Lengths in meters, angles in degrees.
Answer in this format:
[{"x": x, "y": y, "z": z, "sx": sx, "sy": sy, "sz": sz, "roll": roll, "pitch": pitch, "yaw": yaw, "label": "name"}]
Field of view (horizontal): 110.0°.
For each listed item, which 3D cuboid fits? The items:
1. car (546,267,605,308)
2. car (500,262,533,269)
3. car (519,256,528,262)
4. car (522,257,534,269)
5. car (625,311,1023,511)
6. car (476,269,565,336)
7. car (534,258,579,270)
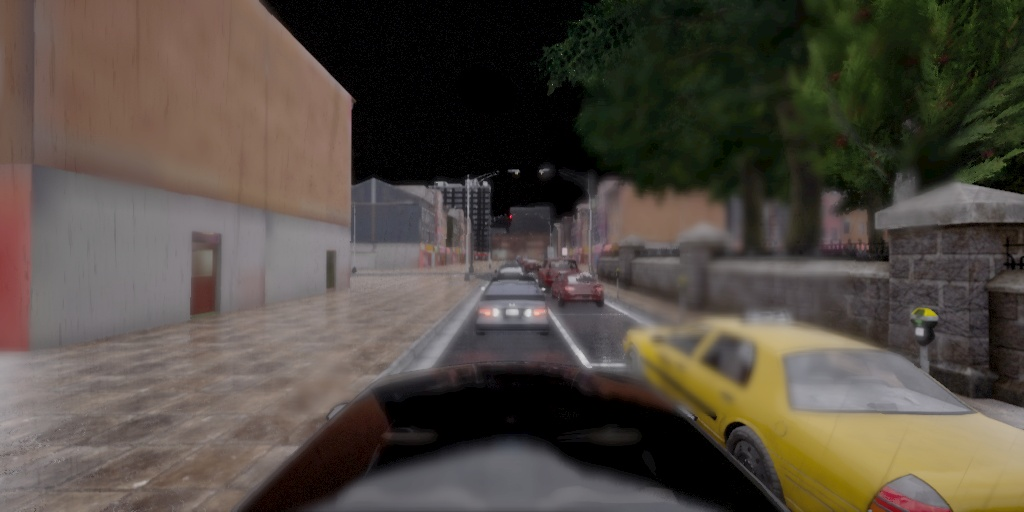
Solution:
[{"x": 2.633, "y": 1.301, "z": 14.735, "sx": 1.802, "sy": 1.307, "sz": 4.207, "roll": 0, "pitch": 0, "yaw": 0, "label": "car"}, {"x": 0.015, "y": 1.235, "z": 19.963, "sx": 1.812, "sy": 1.442, "sz": 4.674, "roll": 0, "pitch": 0, "yaw": 1, "label": "car"}, {"x": 2.604, "y": 1.227, "z": 62.925, "sx": 1.888, "sy": 1.381, "sz": 4.507, "roll": 0, "pitch": 0, "yaw": 0, "label": "car"}, {"x": 2.614, "y": 1.227, "z": 46.614, "sx": 1.888, "sy": 1.381, "sz": 4.507, "roll": 0, "pitch": 0, "yaw": 0, "label": "car"}, {"x": 2.639, "y": 1.270, "z": 4.007, "sx": 1.751, "sy": 1.417, "sz": 4.829, "roll": 0, "pitch": 0, "yaw": 0, "label": "car"}, {"x": 0.063, "y": 1.276, "z": 10.251, "sx": 2.033, "sy": 1.411, "sz": 5.357, "roll": 0, "pitch": 0, "yaw": 0, "label": "car"}, {"x": 2.630, "y": 1.023, "z": 20.184, "sx": 2.192, "sy": 1.841, "sz": 5.009, "roll": 0, "pitch": 0, "yaw": 0, "label": "car"}]
